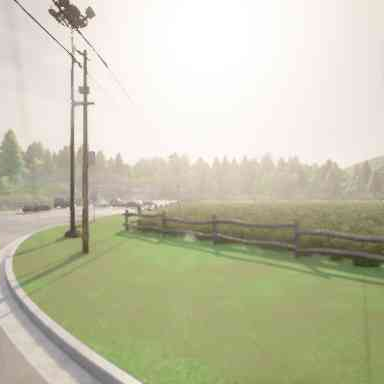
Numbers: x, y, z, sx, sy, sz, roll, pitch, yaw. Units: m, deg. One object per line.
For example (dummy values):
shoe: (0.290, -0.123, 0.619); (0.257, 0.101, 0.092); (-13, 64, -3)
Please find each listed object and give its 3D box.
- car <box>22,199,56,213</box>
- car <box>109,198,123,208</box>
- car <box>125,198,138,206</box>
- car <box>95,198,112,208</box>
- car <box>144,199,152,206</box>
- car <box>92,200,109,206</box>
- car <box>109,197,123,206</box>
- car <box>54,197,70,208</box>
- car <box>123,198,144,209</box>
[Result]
car: (-21.735, 2.164, 46.867); (2.033, 1.411, 5.357); (0, -1, 3)
car: (-14.021, 2.384, 64.761); (1.895, 1.301, 4.718); (0, -1, 3)
car: (-13.572, 2.224, 74.726); (1.837, 1.490, 4.892); (0, -1, 3)
car: (-17.514, 2.325, 64.984); (1.812, 1.442, 4.674); (0, -1, 3)
car: (-10.078, 2.399, 74.501); (2.128, 1.511, 4.902); (0, -1, 3)
car: (-20.564, 2.465, 75.037); (2.033, 1.411, 5.357); (0, -1, 3)
car: (-17.070, 2.096, 74.856); (2.097, 1.767, 4.553); (0, -1, 3)
car: (-24.496, 2.037, 63.364); (2.150, 2.045, 5.566); (0, 0, 2)
car: (-10.607, 2.227, 60.564); (1.837, 1.490, 4.892); (0, -1, 3)
